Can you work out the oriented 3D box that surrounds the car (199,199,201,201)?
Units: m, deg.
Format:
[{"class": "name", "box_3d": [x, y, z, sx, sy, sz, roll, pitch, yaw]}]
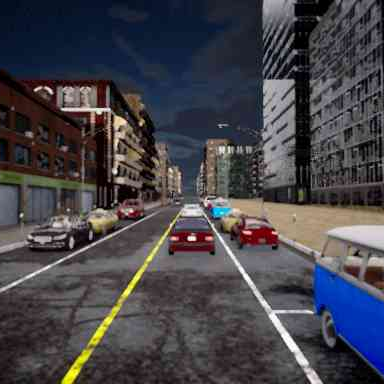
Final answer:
[{"class": "car", "box_3d": [2.667, 2.245, 70.529, 1.887, 1.381, 4.507, 1, -1, 0]}]

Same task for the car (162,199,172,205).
[{"class": "car", "box_3d": [-5.716, 2.322, 76.095, 1.947, 1.339, 4.313, 1, -1, 0]}]

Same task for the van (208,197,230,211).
[{"class": "van", "box_3d": [2.689, 1.651, 31.545, 1.690, 1.788, 3.998, 1, -1, 0]}]

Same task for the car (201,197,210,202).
[{"class": "car", "box_3d": [3.079, 1.769, 54.633, 2.150, 2.045, 5.566, 0, -1, 0]}]

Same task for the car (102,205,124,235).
[{"class": "car", "box_3d": [-5.689, 1.724, 20.231, 1.752, 1.417, 4.829, 1, -1, 0]}]

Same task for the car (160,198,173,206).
[{"class": "car", "box_3d": [-5.714, 2.245, 70.526, 1.887, 1.381, 4.507, 1, -1, 0]}]

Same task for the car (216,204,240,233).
[{"class": "car", "box_3d": [2.691, 1.727, 20.573, 1.752, 1.417, 4.829, 1, -1, 0]}]

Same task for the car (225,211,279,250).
[{"class": "car", "box_3d": [2.694, 1.728, 14.833, 1.802, 1.307, 4.206, 1, -1, 0]}]

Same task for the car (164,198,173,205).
[{"class": "car", "box_3d": [-5.717, 2.253, 81.666, 1.967, 1.590, 4.097, 1, -1, 0]}]

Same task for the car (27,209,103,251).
[{"class": "car", "box_3d": [-5.686, 1.697, 14.830, 2.008, 1.369, 4.403, 1, -1, 0]}]

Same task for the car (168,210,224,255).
[{"class": "car", "box_3d": [-0.006, 1.685, 14.012, 2.033, 1.411, 5.357, 0, -1, 0]}]

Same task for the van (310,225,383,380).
[{"class": "van", "box_3d": [2.703, 1.378, 3.698, 1.690, 1.788, 3.998, 1, -1, 0]}]

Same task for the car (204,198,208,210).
[{"class": "car", "box_3d": [3.125, 1.996, 47.600, 1.812, 1.442, 4.674, 0, -1, 0]}]

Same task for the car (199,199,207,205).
[{"class": "car", "box_3d": [2.661, 2.363, 81.667, 2.008, 1.369, 4.403, 1, -1, 0]}]

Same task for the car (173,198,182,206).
[{"class": "car", "box_3d": [-3.034, 2.225, 71.012, 1.812, 1.442, 4.674, 0, -1, 0]}]

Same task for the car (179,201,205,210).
[{"class": "car", "box_3d": [-0.010, 1.815, 29.405, 1.812, 1.442, 4.674, 0, 0, 0]}]

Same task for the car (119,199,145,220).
[{"class": "car", "box_3d": [-5.691, 1.625, 31.542, 2.192, 1.841, 5.009, 1, -1, 0]}]
